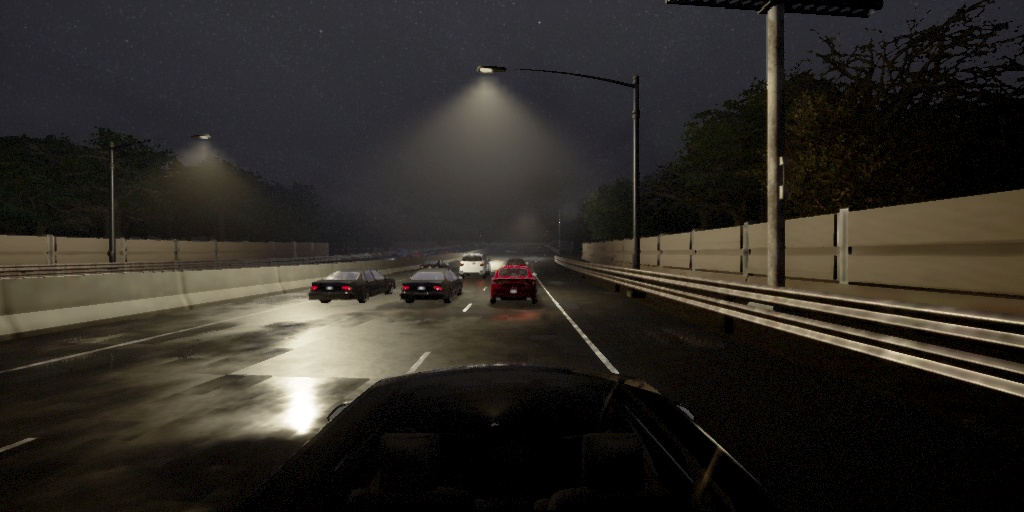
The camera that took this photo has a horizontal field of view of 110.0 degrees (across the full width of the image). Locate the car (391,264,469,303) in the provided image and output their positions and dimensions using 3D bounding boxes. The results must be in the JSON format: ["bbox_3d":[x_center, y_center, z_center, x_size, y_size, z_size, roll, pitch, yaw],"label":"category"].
[{"bbox_3d":[-3.409,1.256,16.107,2.033,1.411,5.357,0,0,1],"label":"car"}]

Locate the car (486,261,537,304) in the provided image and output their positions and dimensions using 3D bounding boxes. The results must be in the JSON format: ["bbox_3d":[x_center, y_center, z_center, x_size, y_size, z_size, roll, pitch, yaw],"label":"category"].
[{"bbox_3d":[0.090,1.178,16.063,1.882,1.535,5.008,0,0,1],"label":"car"}]

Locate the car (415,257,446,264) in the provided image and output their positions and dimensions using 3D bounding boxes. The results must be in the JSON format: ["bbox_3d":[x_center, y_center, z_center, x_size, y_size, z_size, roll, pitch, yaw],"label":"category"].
[{"bbox_3d":[-6.629,1.066,31.078,2.128,1.511,4.902,0,1,1],"label":"car"}]

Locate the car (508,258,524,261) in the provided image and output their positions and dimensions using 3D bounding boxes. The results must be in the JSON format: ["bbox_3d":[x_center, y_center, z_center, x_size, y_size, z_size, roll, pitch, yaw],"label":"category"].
[{"bbox_3d":[0.368,0.937,30.870,2.097,1.767,4.553,0,1,1],"label":"car"}]

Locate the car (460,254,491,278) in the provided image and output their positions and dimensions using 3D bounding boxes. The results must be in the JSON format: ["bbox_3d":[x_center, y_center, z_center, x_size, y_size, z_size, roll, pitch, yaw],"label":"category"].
[{"bbox_3d":[-3.130,0.827,31.018,2.150,2.045,5.566,0,1,1],"label":"car"}]

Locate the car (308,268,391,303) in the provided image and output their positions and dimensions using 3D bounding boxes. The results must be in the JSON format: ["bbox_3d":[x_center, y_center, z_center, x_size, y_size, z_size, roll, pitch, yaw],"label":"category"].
[{"bbox_3d":[-6.909,1.256,16.151,2.033,1.411,5.357,0,0,1],"label":"car"}]
